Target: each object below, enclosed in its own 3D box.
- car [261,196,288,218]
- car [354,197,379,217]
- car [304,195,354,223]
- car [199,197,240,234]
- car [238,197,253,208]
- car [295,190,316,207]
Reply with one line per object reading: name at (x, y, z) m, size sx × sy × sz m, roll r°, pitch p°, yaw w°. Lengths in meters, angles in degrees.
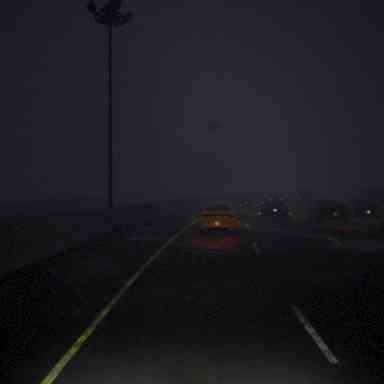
car at (6.501, 1.285, 26.392) m, size 1.994 × 1.385 × 4.181 m, roll 0°, pitch 1°, yaw 11°
car at (13.868, 1.221, 27.503) m, size 1.837 × 1.490 × 4.892 m, roll 0°, pitch 1°, yaw 12°
car at (9.443, 1.234, 23.319) m, size 1.882 × 1.535 × 5.008 m, roll 0°, pitch 0°, yaw 10°
car at (1.500, 1.284, 17.945) m, size 1.882 × 1.535 × 5.008 m, roll 0°, pitch 1°, yaw 8°
car at (6.081, 1.182, 39.293) m, size 1.895 × 1.301 × 4.718 m, roll 0°, pitch 1°, yaw 16°
car at (13.882, 0.794, 40.748) m, size 2.150 × 2.045 × 5.566 m, roll 0°, pitch 1°, yaw 17°
